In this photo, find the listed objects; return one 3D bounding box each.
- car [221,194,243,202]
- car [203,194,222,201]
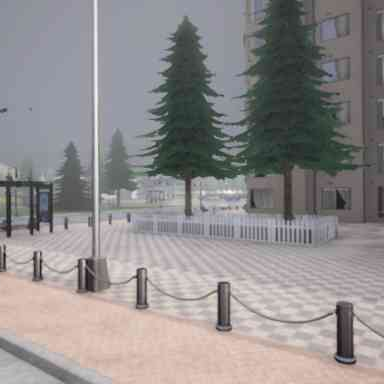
[{"bbox_3d":[10.157,1.680,84.273,3.633,1.501,1.845,-1,0,35],"label":"car"},{"bbox_3d":[5.795,1.747,90.975,3.806,1.475,1.970,-1,0,35],"label":"car"}]
